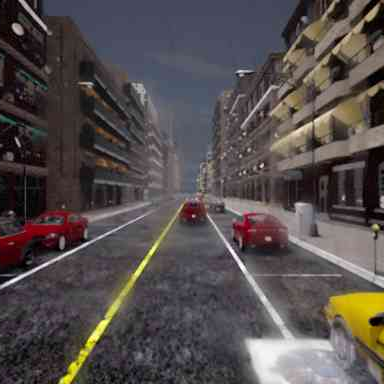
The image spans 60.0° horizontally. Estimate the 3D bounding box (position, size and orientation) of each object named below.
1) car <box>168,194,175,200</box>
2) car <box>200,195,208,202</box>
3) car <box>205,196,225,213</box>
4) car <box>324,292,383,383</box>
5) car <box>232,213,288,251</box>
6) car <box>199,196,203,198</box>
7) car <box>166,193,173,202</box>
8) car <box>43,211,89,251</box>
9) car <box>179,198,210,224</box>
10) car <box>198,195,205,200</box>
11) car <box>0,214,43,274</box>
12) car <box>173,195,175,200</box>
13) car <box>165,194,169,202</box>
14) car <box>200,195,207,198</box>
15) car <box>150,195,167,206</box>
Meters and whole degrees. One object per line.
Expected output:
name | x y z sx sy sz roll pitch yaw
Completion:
car | -5.676 1.374 92.670 1.752 1.417 4.829 0 0 0
car | 2.702 1.458 75.927 1.802 1.307 4.206 0 0 0
car | 2.697 1.493 36.473 2.008 1.369 4.403 0 0 0
car | 2.692 1.521 2.826 1.752 1.417 4.829 0 0 0
car | 2.693 1.523 13.928 1.887 1.381 4.507 0 0 0
car | 0.106 1.535 41.719 1.895 1.301 4.718 0 0 0
car | -5.679 1.431 70.296 1.887 1.381 4.507 0 0 0
car | -5.687 1.524 13.934 1.887 1.381 4.507 0 0 0
car | 0.102 1.440 24.359 1.882 1.535 5.008 0 0 0
car | 2.705 1.430 92.836 1.802 1.307 4.206 0 0 0
car | -5.687 1.428 8.296 1.967 1.590 4.097 0 0 0
car | -5.677 1.182 81.568 2.192 1.841 5.009 0 0 0
car | -5.681 1.456 59.023 2.008 1.369 4.403 0 0 0
car | 2.701 1.430 59.188 1.752 1.417 4.829 0 0 0
car | -5.681 1.466 53.386 2.008 1.369 4.403 0 0 0
